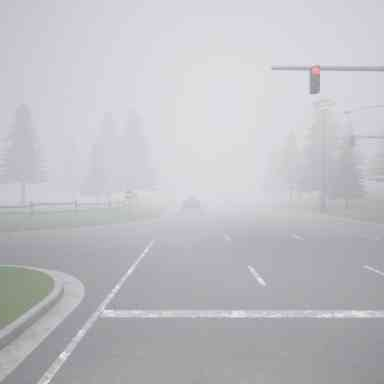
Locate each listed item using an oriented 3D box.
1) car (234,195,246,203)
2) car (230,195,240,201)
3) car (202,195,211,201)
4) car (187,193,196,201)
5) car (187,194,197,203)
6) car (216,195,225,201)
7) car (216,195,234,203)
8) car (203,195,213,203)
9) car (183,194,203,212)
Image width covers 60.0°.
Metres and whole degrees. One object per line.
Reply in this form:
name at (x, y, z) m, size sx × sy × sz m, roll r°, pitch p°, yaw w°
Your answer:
car at (10.430, 1.517, 70.784) m, size 1.812 × 1.442 × 4.674 m, roll 0°, pitch 0°, yaw 0°
car at (10.420, 1.385, 80.787) m, size 1.994 × 1.385 × 4.181 m, roll 0°, pitch 0°, yaw 0°
car at (3.420, 1.428, 80.810) m, size 1.895 × 1.301 × 4.718 m, roll 0°, pitch 0°, yaw 0°
car at (-0.080, 1.188, 80.746) m, size 2.097 × 1.767 × 4.553 m, roll 0°, pitch 0°, yaw 0°
car at (-0.070, 1.348, 70.743) m, size 2.097 × 1.767 × 4.553 m, roll 0°, pitch 0°, yaw 0°
car at (6.920, 1.385, 80.783) m, size 1.994 × 1.385 × 4.181 m, roll 0°, pitch 0°, yaw 0°
car at (6.930, 1.531, 70.364) m, size 2.033 × 1.411 × 5.357 m, roll 0°, pitch 0°, yaw 0°
car at (3.430, 1.545, 70.777) m, size 1.994 × 1.385 × 4.181 m, roll 0°, pitch 0°, yaw 0°
car at (-0.039, 1.352, 39.706) m, size 2.097 × 1.767 × 4.553 m, roll 0°, pitch 0°, yaw 0°
